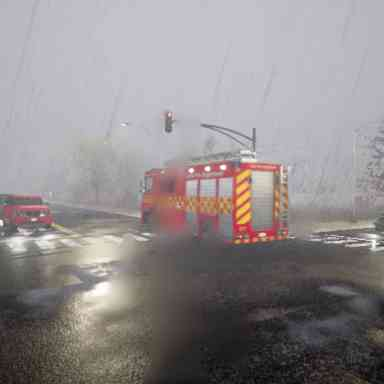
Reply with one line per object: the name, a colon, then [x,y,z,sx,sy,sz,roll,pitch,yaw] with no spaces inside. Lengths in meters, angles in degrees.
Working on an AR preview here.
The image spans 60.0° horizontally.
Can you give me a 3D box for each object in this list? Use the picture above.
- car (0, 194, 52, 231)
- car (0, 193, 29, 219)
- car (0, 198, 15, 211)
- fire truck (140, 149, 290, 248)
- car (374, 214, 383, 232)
car: [-10.480,1.199,20.998,2.150,2.045,5.566,0,0,-35]
car: [-16.309,1.183,30.163,2.150,2.045,5.566,0,0,-32]
car: [-23.468,1.491,41.393,2.033,1.411,5.357,0,0,-32]
fire truck: [0.514,0.324,16.001,2.891,3.827,8.468,0,0,-32]
car: [13.276,1.753,20.833,4.892,1.490,1.837,1,0,-36]
